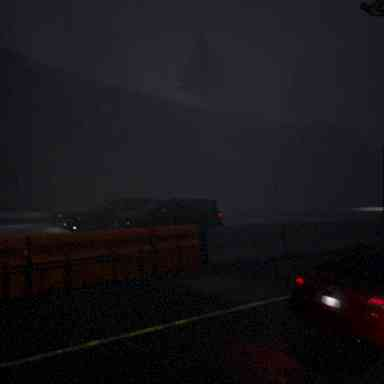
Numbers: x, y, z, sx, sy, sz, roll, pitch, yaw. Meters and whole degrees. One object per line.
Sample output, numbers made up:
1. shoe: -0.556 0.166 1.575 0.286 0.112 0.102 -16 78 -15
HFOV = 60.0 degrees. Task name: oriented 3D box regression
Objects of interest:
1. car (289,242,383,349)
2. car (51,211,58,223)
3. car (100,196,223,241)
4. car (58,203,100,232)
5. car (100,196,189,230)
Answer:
1. car: 3.769 1.634 6.065 4.181 1.385 1.994 1 0 -33
2. car: -7.492 1.547 24.007 5.008 1.535 1.882 1 0 -32
3. car: -1.126 1.302 15.641 5.566 2.045 2.150 1 0 -32
4. car: -3.954 1.289 18.001 5.566 2.045 2.150 1 0 -32
5. car: -3.141 1.324 22.608 5.566 2.045 2.150 1 0 -31
